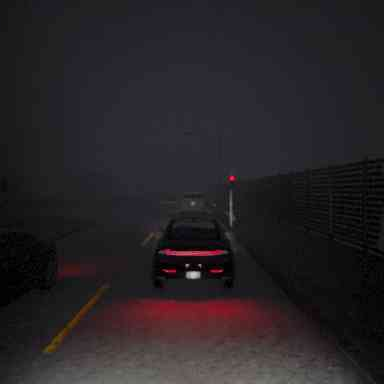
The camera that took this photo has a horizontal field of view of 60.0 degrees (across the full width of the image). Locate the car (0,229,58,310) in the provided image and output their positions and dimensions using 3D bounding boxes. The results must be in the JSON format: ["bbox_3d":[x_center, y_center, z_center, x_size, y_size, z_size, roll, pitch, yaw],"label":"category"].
[{"bbox_3d":[-4.082,1.481,6.225,1.812,1.442,4.674,0,0,0],"label":"car"}]

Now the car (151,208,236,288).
[{"bbox_3d":[0.047,1.427,9.049,2.128,1.511,4.902,0,0,1],"label":"car"}]

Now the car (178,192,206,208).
[{"bbox_3d":[0.083,1.006,30.565,2.150,2.045,5.566,0,0,0],"label":"car"}]

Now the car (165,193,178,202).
[{"bbox_3d":[-4.024,1.102,63.712,2.033,1.411,5.357,0,0,0],"label":"car"}]

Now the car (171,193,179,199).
[{"bbox_3d":[-4.010,0.939,79.190,1.837,1.490,4.892,0,0,0],"label":"car"}]
